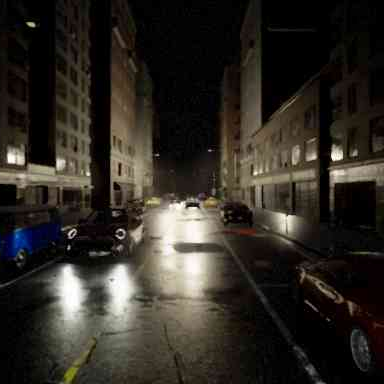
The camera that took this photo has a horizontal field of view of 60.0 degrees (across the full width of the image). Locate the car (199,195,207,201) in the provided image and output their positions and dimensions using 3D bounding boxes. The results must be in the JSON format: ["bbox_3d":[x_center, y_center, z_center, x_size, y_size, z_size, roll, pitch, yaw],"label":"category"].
[{"bbox_3d":[2.874,1.570,87.237,1.947,1.339,4.313,0,0,0],"label":"car"}]

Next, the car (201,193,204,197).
[{"bbox_3d":[2.873,1.546,81.735,1.887,1.381,4.507,0,0,0],"label":"car"}]

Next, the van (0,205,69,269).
[{"bbox_3d":[-5.664,1.340,10.757,1.690,1.788,3.998,0,0,0],"label":"van"}]

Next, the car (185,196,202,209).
[{"bbox_3d":[0.086,1.593,45.408,1.895,1.301,4.718,0,0,0],"label":"car"}]

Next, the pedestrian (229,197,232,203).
[{"bbox_3d":[3.006,1.290,26.267,0.375,1.860,0.375,0,0,-10],"label":"pedestrian"}]

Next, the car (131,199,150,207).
[{"bbox_3d":[-5.663,1.433,32.861,1.967,1.590,4.097,0,0,0],"label":"car"}]

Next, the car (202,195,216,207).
[{"bbox_3d":[2.866,1.518,49.606,1.752,1.417,4.829,0,0,0],"label":"car"}]

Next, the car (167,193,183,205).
[{"bbox_3d":[-2.990,1.487,60.180,2.128,1.511,4.902,0,0,0],"label":"car"}]

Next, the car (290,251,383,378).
[{"bbox_3d":[2.858,1.582,5.230,1.802,1.307,4.206,0,0,0],"label":"car"}]

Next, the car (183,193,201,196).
[{"bbox_3d":[0.012,1.215,57.432,2.150,2.045,5.566,0,0,0],"label":"car"}]

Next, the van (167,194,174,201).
[{"bbox_3d":[-5.652,1.345,87.239,1.690,1.788,3.998,0,0,0],"label":"van"}]

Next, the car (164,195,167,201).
[{"bbox_3d":[-5.658,1.543,54.964,2.008,1.369,4.403,0,0,0],"label":"car"}]

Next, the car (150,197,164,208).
[{"bbox_3d":[-5.659,1.517,49.269,1.752,1.417,4.829,0,0,0],"label":"car"}]

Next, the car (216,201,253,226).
[{"bbox_3d":[3.005,1.475,23.265,1.882,1.535,5.008,0,0,0],"label":"car"}]

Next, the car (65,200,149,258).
[{"bbox_3d":[-3.098,1.351,12.671,2.097,1.767,4.553,0,0,0],"label":"car"}]
